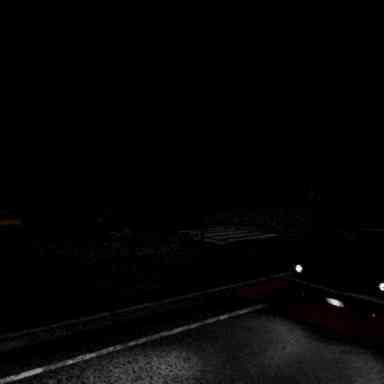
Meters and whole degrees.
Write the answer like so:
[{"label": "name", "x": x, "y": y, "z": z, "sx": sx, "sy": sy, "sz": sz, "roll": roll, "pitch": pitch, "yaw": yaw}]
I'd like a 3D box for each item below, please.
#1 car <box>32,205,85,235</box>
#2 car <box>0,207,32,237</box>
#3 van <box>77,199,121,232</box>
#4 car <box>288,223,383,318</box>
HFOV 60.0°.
[{"label": "car", "x": -8.626, "y": 1.706, "z": 20.624, "sx": 2.163, "sy": 1.488, "sz": 4.792, "roll": 1, "pitch": 0, "yaw": -36}, {"label": "car", "x": -10.760, "y": 1.642, "z": 18.833, "sx": 1.946, "sy": 1.575, "sz": 5.366, "roll": 1, "pitch": 0, "yaw": -36}, {"label": "van", "x": -6.283, "y": 1.483, "z": 22.120, "sx": 1.878, "sy": 1.987, "sz": 4.442, "roll": 1, "pitch": 0, "yaw": -36}, {"label": "car", "x": 4.063, "y": 1.351, "z": 6.580, "sx": 4.718, "sy": 1.301, "sz": 1.895, "roll": -3, "pitch": 2, "yaw": -36}]
